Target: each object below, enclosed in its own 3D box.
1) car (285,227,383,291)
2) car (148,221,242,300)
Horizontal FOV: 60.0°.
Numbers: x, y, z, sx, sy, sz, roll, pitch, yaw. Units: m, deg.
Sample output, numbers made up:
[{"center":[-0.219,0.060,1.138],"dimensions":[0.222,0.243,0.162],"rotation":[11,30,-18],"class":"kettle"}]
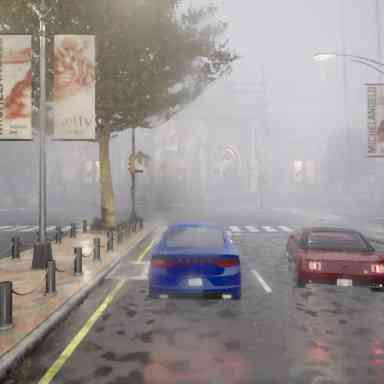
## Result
[{"center":[3.677,1.601,9.097],"dimensions":[1.895,1.301,4.718],"rotation":[0,0,13],"class":"car"},{"center":[0.071,1.478,8.470],"dimensions":[1.882,1.535,5.008],"rotation":[0,0,0],"class":"car"}]
